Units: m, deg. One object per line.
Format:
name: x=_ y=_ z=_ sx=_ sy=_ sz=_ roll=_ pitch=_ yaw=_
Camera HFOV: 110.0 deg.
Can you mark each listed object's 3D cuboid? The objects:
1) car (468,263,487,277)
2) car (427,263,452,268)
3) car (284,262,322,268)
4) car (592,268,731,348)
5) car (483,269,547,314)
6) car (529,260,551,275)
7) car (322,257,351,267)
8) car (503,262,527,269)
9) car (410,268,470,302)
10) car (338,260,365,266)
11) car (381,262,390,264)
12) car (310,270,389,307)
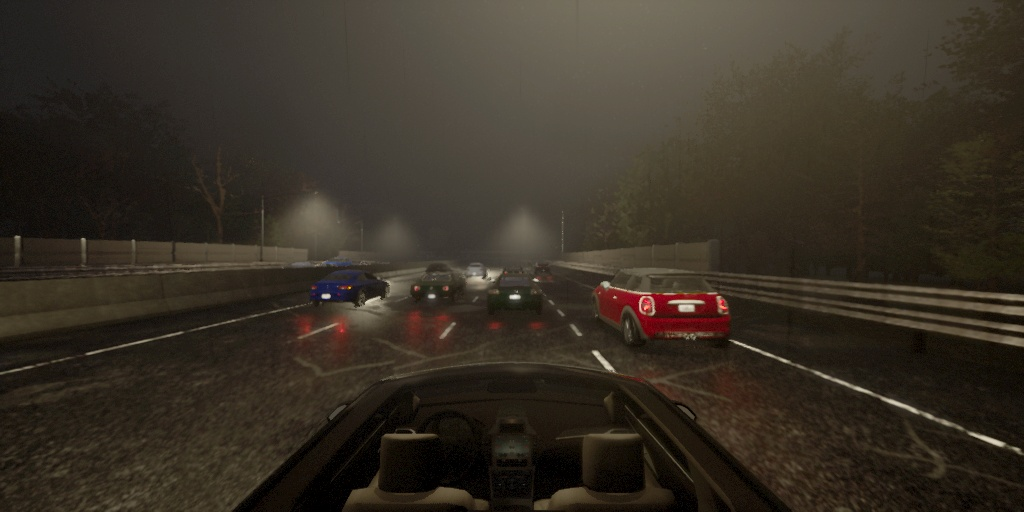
car: x=-3.408 y=1.423 z=34.993 sx=1.812 sy=1.442 sz=4.674 roll=0 pitch=0 yaw=0
car: x=-6.896 y=1.398 z=33.914 sx=1.837 sy=1.490 sz=4.892 roll=0 pitch=0 yaw=0
car: x=-28.062 y=1.507 z=47.778 sx=2.033 sy=1.411 sz=5.357 roll=0 pitch=0 yaw=0
car: x=3.564 y=1.103 z=9.490 sx=2.097 sy=1.767 sz=4.553 roll=0 pitch=0 yaw=-1
car: x=0.104 y=1.366 z=14.097 sx=1.994 sy=1.385 sz=4.181 roll=0 pitch=0 yaw=0
car: x=3.507 y=1.404 z=42.191 sx=2.128 sy=1.511 sz=4.902 roll=0 pitch=0 yaw=0
car: x=-24.555 y=1.196 z=50.573 sx=2.150 sy=2.045 sz=5.566 roll=0 pitch=0 yaw=0
car: x=0.108 y=1.487 z=32.452 sx=1.895 sy=1.301 sz=4.718 roll=0 pitch=0 yaw=0
car: x=-3.395 y=1.418 z=17.396 sx=1.895 sy=1.301 sz=4.718 roll=0 pitch=0 yaw=0
car: x=-21.074 y=1.563 z=48.311 sx=1.895 sy=1.301 sz=4.718 roll=0 pitch=0 yaw=0
car: x=-17.568 y=1.533 z=49.658 sx=1.994 sy=1.385 sz=4.181 roll=0 pitch=0 yaw=0
car: x=-6.898 y=1.335 z=15.612 sx=1.812 sy=1.442 sz=4.674 roll=0 pitch=0 yaw=0
